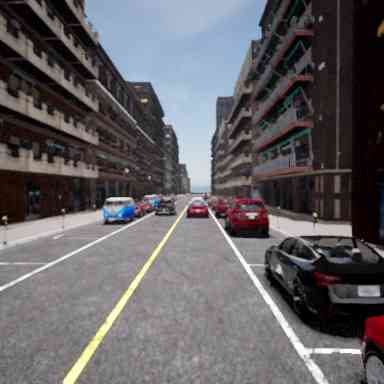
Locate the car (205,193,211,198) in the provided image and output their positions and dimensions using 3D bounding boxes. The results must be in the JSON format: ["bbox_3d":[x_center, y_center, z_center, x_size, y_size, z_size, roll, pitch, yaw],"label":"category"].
[{"bbox_3d":[3.485,1.410,52.544,1.967,1.590,4.097,-1,0,1],"label":"car"}]

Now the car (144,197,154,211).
[{"bbox_3d":[-5.128,1.542,35.715,1.802,1.307,4.206,-1,0,1],"label":"car"}]

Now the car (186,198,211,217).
[{"bbox_3d":[0.527,1.540,30.468,1.994,1.385,4.181,0,0,1],"label":"car"}]

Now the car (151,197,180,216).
[{"bbox_3d":[-2.511,1.474,32.628,1.837,1.490,4.892,0,0,1],"label":"car"}]

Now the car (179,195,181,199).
[{"bbox_3d":[-4.449,1.506,81.022,1.947,1.339,4.313,-1,0,1],"label":"car"}]

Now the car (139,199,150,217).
[{"bbox_3d":[-5.214,1.546,30.052,1.802,1.307,4.206,-1,0,1],"label":"car"}]

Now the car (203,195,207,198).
[{"bbox_3d":[0.704,1.494,43.130,1.812,1.442,4.674,0,0,1],"label":"car"}]

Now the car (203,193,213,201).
[{"bbox_3d":[3.927,1.273,80.859,2.192,1.841,5.009,-1,0,1],"label":"car"}]

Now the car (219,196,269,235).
[{"bbox_3d":[2.952,1.305,18.564,2.192,1.841,5.009,-1,0,1],"label":"car"}]

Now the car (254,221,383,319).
[{"bbox_3d":[2.777,1.565,7.238,1.947,1.339,4.313,-1,0,1],"label":"car"}]

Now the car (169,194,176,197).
[{"bbox_3d":[-4.715,1.497,64.032,2.008,1.369,4.403,-1,0,1],"label":"car"}]

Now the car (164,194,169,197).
[{"bbox_3d":[-4.994,1.269,47.042,2.192,1.841,5.009,-1,0,1],"label":"car"}]

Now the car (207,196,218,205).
[{"bbox_3d":[3.577,1.492,58.376,1.752,1.417,4.829,-1,0,1],"label":"car"}]

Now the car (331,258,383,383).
[{"bbox_3d":[2.694,1.549,1.917,1.887,1.381,4.507,-1,0,1],"label":"car"}]

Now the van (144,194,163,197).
[{"bbox_3d":[-5.054,1.298,41.379,1.690,1.788,3.998,-1,0,1],"label":"van"}]

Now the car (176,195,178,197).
[{"bbox_3d":[-4.629,1.259,69.696,2.192,1.841,5.009,-1,0,1],"label":"car"}]

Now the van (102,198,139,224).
[{"bbox_3d":[-5.305,1.309,24.389,1.690,1.788,3.998,-1,0,1],"label":"van"}]

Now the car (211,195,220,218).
[{"bbox_3d":[3.129,1.297,29.891,2.192,1.841,5.009,-1,0,1],"label":"car"}]

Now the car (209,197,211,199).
[{"bbox_3d":[3.309,1.557,41.217,1.802,1.307,4.206,-1,0,1],"label":"car"}]
